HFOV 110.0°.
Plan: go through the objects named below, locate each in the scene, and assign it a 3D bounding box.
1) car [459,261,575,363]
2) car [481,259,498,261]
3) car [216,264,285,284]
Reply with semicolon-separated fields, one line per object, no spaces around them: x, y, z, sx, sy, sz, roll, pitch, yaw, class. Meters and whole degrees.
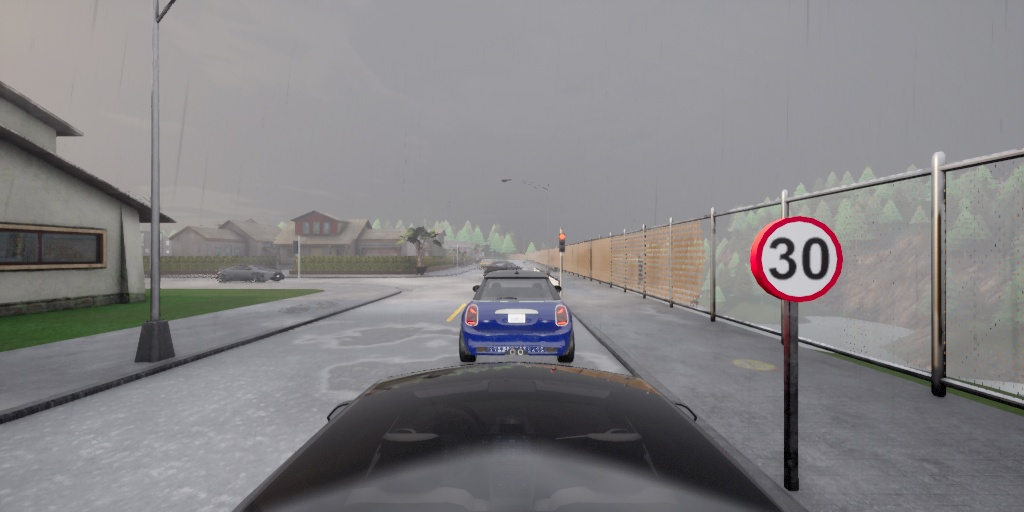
0.116;1.102;8.344;2.097;1.767;4.553;0;0;1;car
-0.646;1.228;32.248;1.882;1.535;5.008;2;1;29;car
-19.367;1.314;26.649;4.181;1.385;1.994;0;0;1;car
